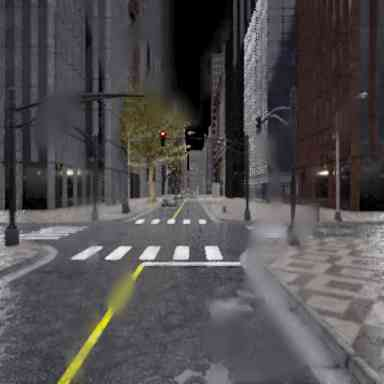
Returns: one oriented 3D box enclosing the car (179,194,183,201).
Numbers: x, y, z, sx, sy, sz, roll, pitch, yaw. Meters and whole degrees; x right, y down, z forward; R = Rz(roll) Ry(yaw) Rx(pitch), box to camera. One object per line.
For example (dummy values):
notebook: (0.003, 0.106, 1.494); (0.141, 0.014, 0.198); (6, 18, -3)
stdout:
car: (-3.011, 1.166, 75.561); (1.882, 1.535, 5.008); (0, 0, 0)

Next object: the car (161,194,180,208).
car: (-3.006, 1.408, 44.871); (1.994, 1.385, 4.181); (0, 1, 0)
